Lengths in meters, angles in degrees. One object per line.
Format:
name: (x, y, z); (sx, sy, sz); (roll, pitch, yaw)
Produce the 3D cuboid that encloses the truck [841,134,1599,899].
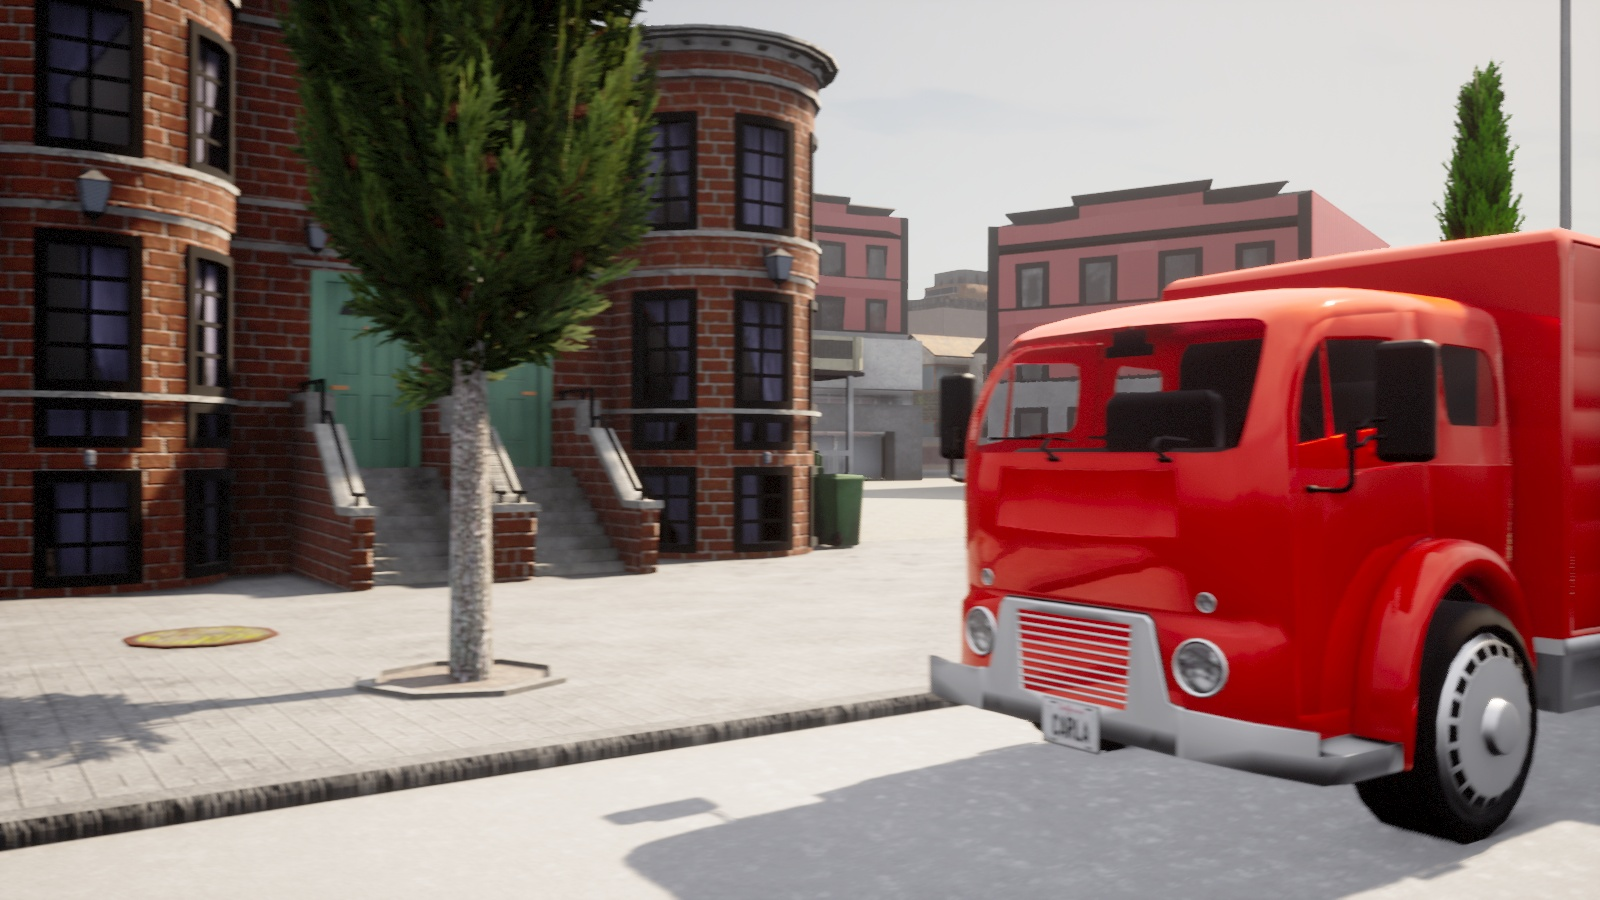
truck: (3.084, 0.267, 6.417); (5.204, 2.467, 2.627); (0, 0, -35)
